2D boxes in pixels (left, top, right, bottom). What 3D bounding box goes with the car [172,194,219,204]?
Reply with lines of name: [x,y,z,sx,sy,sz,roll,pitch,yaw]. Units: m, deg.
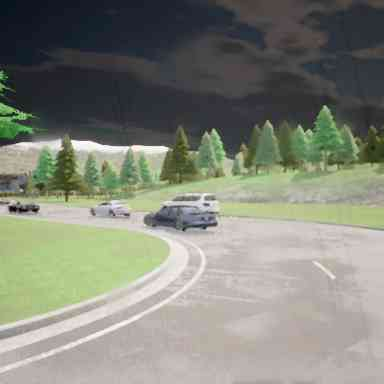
car: [-0.264,1.179,28.681,5.566,2.045,2.150,0,0,39]

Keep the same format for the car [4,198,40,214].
car: [-17.844,1.608,35.065,1.895,1.301,4.718,0,0,-44]

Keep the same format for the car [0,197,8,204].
car: [-33.911,1.625,59.785,1.895,1.301,4.718,0,0,-35]

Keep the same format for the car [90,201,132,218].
car: [-7.293,1.505,29.978,4.674,1.442,1.812,0,0,41]

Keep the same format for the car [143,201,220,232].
car: [-0.854,1.520,19.935,2.033,1.411,5.357,0,0,-40]
